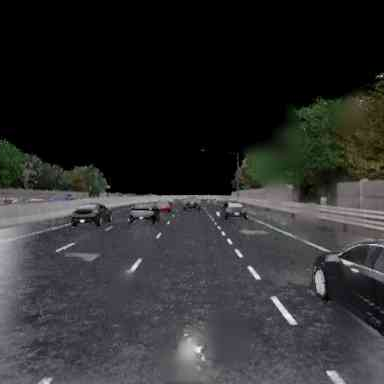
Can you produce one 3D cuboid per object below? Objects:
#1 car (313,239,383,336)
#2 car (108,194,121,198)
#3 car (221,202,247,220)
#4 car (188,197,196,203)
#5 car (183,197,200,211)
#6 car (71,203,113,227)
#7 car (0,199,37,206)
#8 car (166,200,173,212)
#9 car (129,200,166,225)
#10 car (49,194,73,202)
[{"bbox_3d":[3.599,1.526,5.511,1.837,1.490,4.892,0,0,0],"label":"car"},{"bbox_3d":[-17.522,1.530,75.019,2.150,2.045,5.566,0,-1,0],"label":"car"},{"bbox_3d":[3.592,1.582,28.884,1.812,1.442,4.674,0,0,0],"label":"car"},{"bbox_3d":[-0.027,2.114,89.971,2.033,1.411,5.357,0,-1,0],"label":"car"},{"bbox_3d":[-0.012,1.405,42.394,2.097,1.767,4.553,0,0,0],"label":"car"},{"bbox_3d":[-6.906,1.561,23.364,1.837,1.490,4.892,0,0,0],"label":"car"},{"bbox_3d":[-17.604,1.544,34.491,2.128,1.511,4.902,0,0,0],"label":"car"},{"bbox_3d":[-3.412,1.616,39.628,1.994,1.385,4.181,0,0,0],"label":"car"},{"bbox_3d":[-3.406,1.547,24.807,2.128,1.511,4.902,0,0,0],"label":"car"},{"bbox_3d":[-21.088,1.320,53.984,2.150,2.045,5.566,0,-1,0],"label":"car"}]
